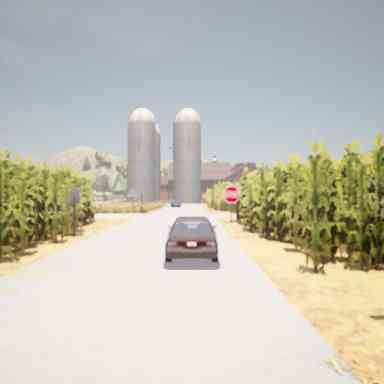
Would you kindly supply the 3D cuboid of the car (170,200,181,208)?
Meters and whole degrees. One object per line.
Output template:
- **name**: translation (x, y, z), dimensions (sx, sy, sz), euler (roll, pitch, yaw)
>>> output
- **car**: translation (-3.135, 2.279, 63.682), dimensions (1.882, 1.535, 5.008), euler (0, -1, 1)

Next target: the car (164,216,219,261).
- **car**: translation (0.006, 1.609, 12.518), dimensions (2.033, 1.411, 5.357), euler (0, 0, 0)
